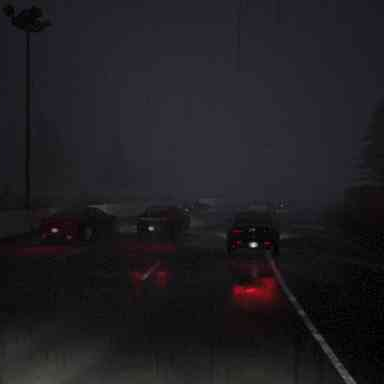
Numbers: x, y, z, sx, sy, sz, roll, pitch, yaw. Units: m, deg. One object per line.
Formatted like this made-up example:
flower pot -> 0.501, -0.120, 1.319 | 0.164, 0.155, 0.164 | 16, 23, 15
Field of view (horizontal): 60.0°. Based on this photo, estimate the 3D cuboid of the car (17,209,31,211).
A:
car -> -13.709, 1.409, 26.722 | 1.812, 1.442, 4.674 | 0, 0, 16

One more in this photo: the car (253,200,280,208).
car -> 7.341, 1.529, 34.037 | 1.895, 1.301, 4.718 | 0, 0, 25

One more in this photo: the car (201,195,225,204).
car -> 4.047, 1.391, 62.987 | 2.033, 1.411, 5.357 | 0, 0, 37

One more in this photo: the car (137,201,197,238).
car -> -1.369, 1.439, 17.512 | 2.128, 1.511, 4.902 | 0, 0, 11

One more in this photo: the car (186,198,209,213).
car -> 0.293, 1.505, 34.987 | 1.895, 1.301, 4.718 | 0, 0, 22

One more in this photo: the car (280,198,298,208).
car -> 12.878, 1.517, 44.853 | 1.895, 1.301, 4.718 | 0, 0, 33

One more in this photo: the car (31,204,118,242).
car -> -5.218, 1.417, 16.083 | 1.882, 1.535, 5.008 | 0, 0, 10

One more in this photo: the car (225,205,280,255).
car -> 2.391, 1.476, 13.242 | 1.837, 1.490, 4.892 | 0, 0, 9

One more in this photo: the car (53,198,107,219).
car -> -9.499, 1.368, 28.778 | 1.882, 1.535, 5.008 | 0, 0, 17
